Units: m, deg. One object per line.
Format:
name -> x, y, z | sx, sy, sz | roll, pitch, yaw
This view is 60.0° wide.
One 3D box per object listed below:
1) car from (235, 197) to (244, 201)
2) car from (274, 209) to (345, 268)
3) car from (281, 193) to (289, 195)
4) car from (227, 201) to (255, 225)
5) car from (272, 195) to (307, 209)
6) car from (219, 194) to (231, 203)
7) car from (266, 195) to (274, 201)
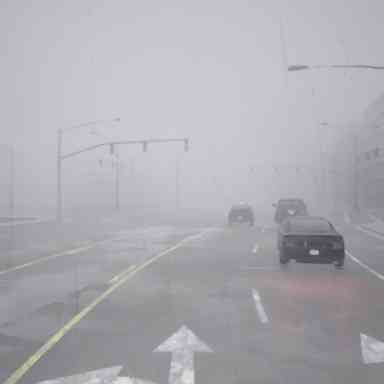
car -> 11.333, 1.793, 79.263 | 2.033, 1.411, 5.357 | 0, 0, 15
car -> 4.052, 1.595, 11.913 | 1.882, 1.535, 5.008 | 0, 0, 13
car -> 23.179, 1.389, 83.077 | 2.150, 2.045, 5.566 | 0, 0, 15
car -> 3.956, 1.730, 26.490 | 1.882, 1.535, 5.008 | 0, 0, 11
car -> 7.111, 1.458, 24.080 | 2.150, 2.045, 5.566 | 0, 0, 15
car -> 7.938, 1.486, 80.116 | 2.150, 2.045, 5.566 | 0, 0, 15
car -> 19.899, 1.767, 84.367 | 1.895, 1.301, 4.718 | 0, 0, 15
